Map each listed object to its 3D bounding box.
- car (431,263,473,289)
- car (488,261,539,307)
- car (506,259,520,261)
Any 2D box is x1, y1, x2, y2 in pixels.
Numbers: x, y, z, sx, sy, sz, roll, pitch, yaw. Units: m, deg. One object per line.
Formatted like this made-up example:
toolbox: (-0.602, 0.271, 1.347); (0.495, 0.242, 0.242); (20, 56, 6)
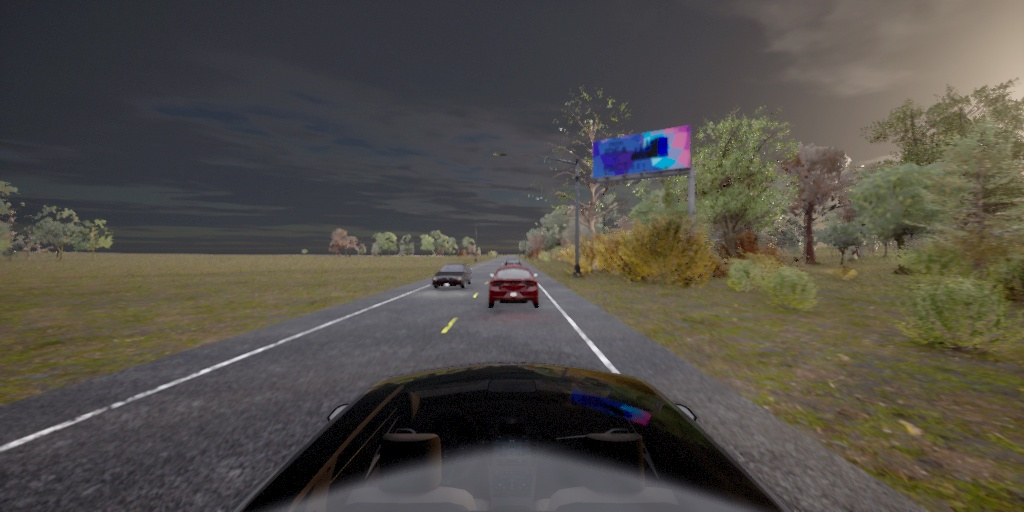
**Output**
car: (-3.527, 1.169, 22.145); (2.033, 1.411, 5.357); (0, 0, 0)
car: (0.068, 1.144, 14.934); (1.882, 1.535, 5.008); (0, 1, 0)
car: (0.089, 1.034, 34.420); (2.128, 1.511, 4.902); (0, 0, 0)
